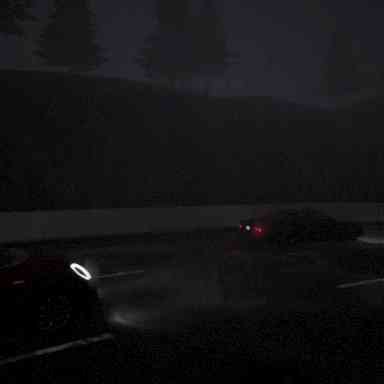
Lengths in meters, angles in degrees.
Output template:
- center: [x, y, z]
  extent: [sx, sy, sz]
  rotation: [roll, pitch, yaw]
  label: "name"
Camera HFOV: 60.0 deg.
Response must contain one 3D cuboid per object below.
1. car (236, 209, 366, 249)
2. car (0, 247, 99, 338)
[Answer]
- center: [4.500, 1.417, 13.714]
  extent: [5.357, 1.411, 2.033]
  rotation: [0, 1, -21]
  label: "car"
- center: [-3.806, 1.313, 5.015]
  extent: [4.553, 1.767, 2.097]
  rotation: [0, 1, -36]
  label: "car"
